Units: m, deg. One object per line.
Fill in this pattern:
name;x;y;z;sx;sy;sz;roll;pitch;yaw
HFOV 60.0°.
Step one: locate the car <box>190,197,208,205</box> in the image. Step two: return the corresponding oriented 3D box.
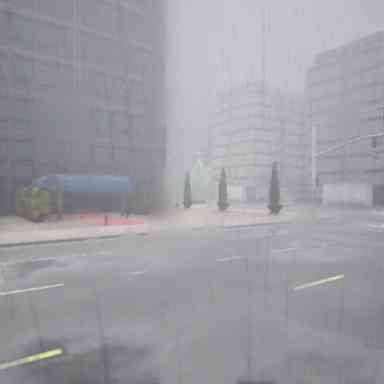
car;0.972;1.567;59.686;1.994;1.385;4.181;0;0;-35
